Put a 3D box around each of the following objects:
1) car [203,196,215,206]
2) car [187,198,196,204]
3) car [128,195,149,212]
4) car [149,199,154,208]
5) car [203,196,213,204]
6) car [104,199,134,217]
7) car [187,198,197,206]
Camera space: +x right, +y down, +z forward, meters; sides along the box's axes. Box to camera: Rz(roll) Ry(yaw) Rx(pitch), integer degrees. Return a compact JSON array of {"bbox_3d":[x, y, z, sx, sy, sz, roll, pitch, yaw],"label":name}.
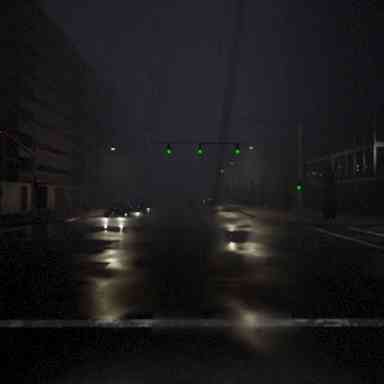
[{"bbox_3d":[3.454,1.861,64.297,2.128,1.511,4.902,0,0,1],"label":"car"},{"bbox_3d":[-0.033,1.968,74.474,2.033,1.411,5.357,0,0,1],"label":"car"},{"bbox_3d":[-7.456,1.473,43.719,2.150,2.045,5.566,0,0,1],"label":"car"},{"bbox_3d":[-7.345,1.859,54.181,2.033,1.411,5.357,0,0,1],"label":"car"},{"bbox_3d":[3.458,1.781,74.162,2.097,1.767,4.553,0,0,1],"label":"car"},{"bbox_3d":[-7.469,1.721,33.807,1.812,1.442,4.674,0,0,0],"label":"car"},{"bbox_3d":[-0.071,1.900,61.334,2.033,1.411,5.357,0,0,0],"label":"car"}]
